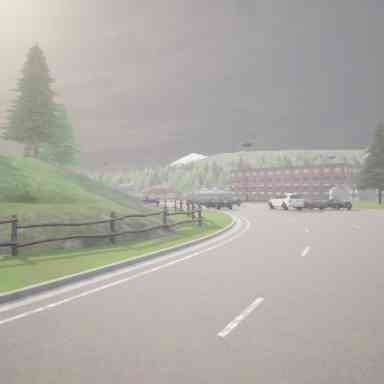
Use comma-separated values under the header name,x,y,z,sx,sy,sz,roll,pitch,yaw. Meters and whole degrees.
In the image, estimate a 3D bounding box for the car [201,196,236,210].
name,x,y,z,sx,sy,sz,roll,pitch,yaw
car,3.433,1.352,43.732,2.097,1.767,4.553,0,0,-23

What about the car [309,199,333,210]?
name,x,y,z,sx,sy,sz,roll,pitch,yaw
car,15.077,1.547,42.750,2.033,1.411,5.357,0,0,-17

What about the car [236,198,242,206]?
name,x,y,z,sx,sy,sz,roll,pitch,yaw
car,6.074,1.526,53.950,1.812,1.442,4.674,0,0,-34

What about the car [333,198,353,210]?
name,x,y,z,sx,sy,sz,roll,pitch,yaw
car,18.556,1.526,42.697,1.812,1.442,4.674,0,0,-13

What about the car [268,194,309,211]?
name,x,y,z,sx,sy,sz,roll,pitch,yaw
car,11.562,1.222,41.222,2.150,2.045,5.566,0,0,-15

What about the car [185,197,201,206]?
name,x,y,z,sx,sy,sz,roll,pitch,yaw
car,0.655,1.564,55.561,1.994,1.385,4.181,0,0,-37

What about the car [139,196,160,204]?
name,x,y,z,sx,sy,sz,roll,pitch,yaw
car,-7.766,1.478,60.270,1.882,1.535,5.008,0,0,-42
